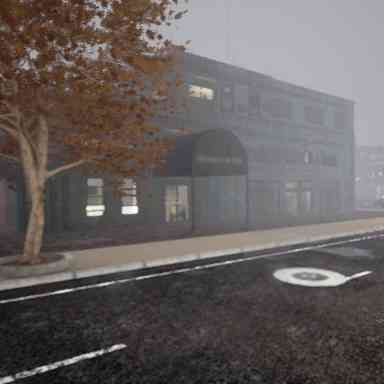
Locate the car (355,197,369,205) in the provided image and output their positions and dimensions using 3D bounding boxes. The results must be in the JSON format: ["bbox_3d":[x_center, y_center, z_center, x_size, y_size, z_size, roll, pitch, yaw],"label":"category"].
[{"bbox_3d":[27.974,1.486,55.065,2.008,1.369,4.403,-2,0,-36],"label":"car"}]

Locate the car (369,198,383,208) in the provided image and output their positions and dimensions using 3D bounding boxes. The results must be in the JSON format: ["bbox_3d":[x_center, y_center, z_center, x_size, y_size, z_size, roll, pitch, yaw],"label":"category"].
[{"bbox_3d":[26.030,1.538,43.313,1.947,1.339,4.313,-2,0,-36],"label":"car"}]
